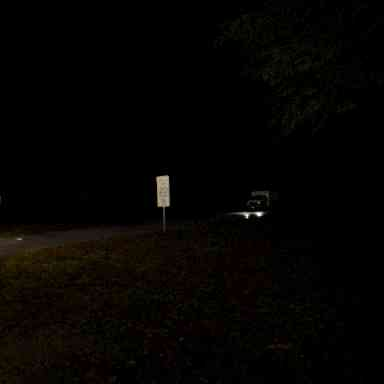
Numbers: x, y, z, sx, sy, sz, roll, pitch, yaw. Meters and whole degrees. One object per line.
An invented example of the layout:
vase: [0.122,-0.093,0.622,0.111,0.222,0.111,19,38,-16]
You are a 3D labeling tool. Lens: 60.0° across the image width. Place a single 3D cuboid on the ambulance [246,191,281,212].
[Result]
ambulance: [8.946,1.102,41.532,2.351,2.431,6.366,-3,-2,35]
